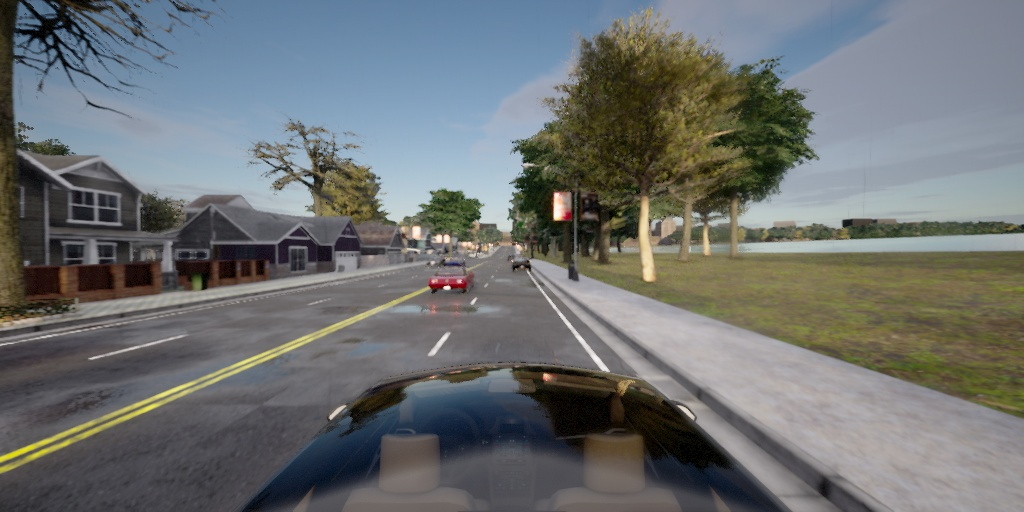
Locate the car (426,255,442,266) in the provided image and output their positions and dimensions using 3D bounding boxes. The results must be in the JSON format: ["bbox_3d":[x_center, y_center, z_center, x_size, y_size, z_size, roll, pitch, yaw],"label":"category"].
[{"bbox_3d":[-9.824,0.668,46.873,2.128,1.511,4.902,0,1,0],"label":"car"}]

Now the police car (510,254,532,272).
[{"bbox_3d":[0.973,0.782,37.054,1.930,1.638,5.238,0,1,0],"label":"police car"}]

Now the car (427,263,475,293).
[{"bbox_3d":[-3.149,1.239,19.646,1.895,1.301,4.718,0,1,0],"label":"car"}]

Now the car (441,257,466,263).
[{"bbox_3d":[-6.590,0.863,42.069,1.895,1.301,4.718,0,1,0],"label":"car"}]
